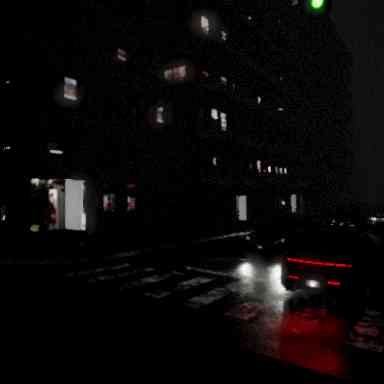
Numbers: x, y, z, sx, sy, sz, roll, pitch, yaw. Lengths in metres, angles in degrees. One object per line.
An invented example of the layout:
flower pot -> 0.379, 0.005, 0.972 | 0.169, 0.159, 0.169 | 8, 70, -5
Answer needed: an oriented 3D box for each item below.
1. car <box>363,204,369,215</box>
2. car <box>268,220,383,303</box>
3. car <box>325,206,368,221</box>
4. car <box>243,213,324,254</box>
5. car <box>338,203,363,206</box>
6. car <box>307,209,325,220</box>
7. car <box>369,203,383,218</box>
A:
car -> 20.676, 2.504, 42.309 | 2.008, 1.369, 4.403 | -1, -2, 35
car -> 3.920, 1.726, 8.922 | 1.837, 1.490, 4.892 | 0, -2, 35
car -> 12.017, 2.080, 25.672 | 1.837, 1.490, 4.892 | 0, -1, 35
car -> 3.953, 1.831, 14.316 | 1.812, 1.442, 4.674 | 0, -1, 37
car -> 17.413, 2.154, 37.724 | 2.192, 1.841, 5.009 | -1, -2, 35
car -> 10.754, 2.165, 28.633 | 2.008, 1.369, 4.403 | -1, -2, 35
car -> 24.257, 2.548, 42.738 | 2.033, 1.411, 5.357 | 0, -1, 35
